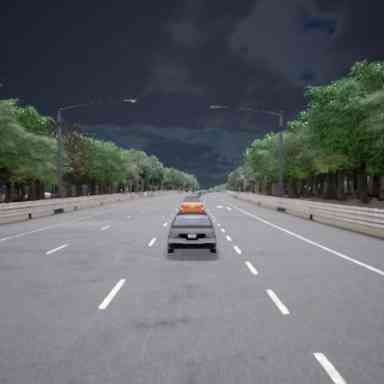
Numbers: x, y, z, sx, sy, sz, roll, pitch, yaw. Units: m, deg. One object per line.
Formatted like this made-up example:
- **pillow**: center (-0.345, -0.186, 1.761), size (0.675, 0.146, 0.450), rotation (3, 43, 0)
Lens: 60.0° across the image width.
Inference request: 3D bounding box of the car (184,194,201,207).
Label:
- **car**: center (0.101, 1.080, 44.200), size (2.128, 1.511, 4.902), rotation (0, 1, 1)

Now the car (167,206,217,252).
- **car**: center (0.000, 1.518, 13.705), size (2.033, 1.411, 5.357), rotation (0, 0, 0)

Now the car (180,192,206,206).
- **car**: center (0.003, 1.170, 29.044), size (2.097, 1.767, 4.553), rotation (0, 1, 0)
